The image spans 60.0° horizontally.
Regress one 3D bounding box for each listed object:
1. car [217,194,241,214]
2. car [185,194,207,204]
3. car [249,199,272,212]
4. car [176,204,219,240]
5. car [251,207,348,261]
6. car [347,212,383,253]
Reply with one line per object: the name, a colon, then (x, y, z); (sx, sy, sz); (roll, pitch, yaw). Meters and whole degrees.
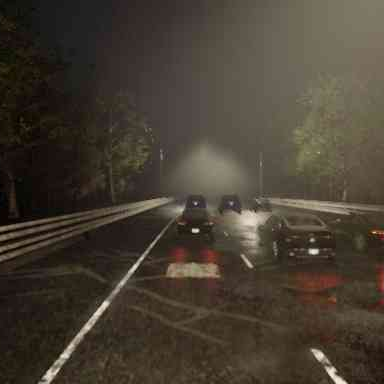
car: (3.920, 1.253, 35.362); (2.150, 2.045, 5.566); (0, 0, 1)
car: (0.420, 1.253, 35.390); (2.150, 2.045, 5.566); (0, 0, 1)
car: (7.437, 1.524, 36.256); (2.128, 1.511, 4.902); (0, 0, 1)
car: (0.176, 1.542, 17.002); (1.812, 1.442, 4.674); (0, 0, 1)
car: (3.648, 1.518, 12.343); (1.837, 1.490, 4.892); (0, 0, 0)
car: (7.148, 1.540, 13.656); (1.812, 1.442, 4.674); (0, 0, 0)
